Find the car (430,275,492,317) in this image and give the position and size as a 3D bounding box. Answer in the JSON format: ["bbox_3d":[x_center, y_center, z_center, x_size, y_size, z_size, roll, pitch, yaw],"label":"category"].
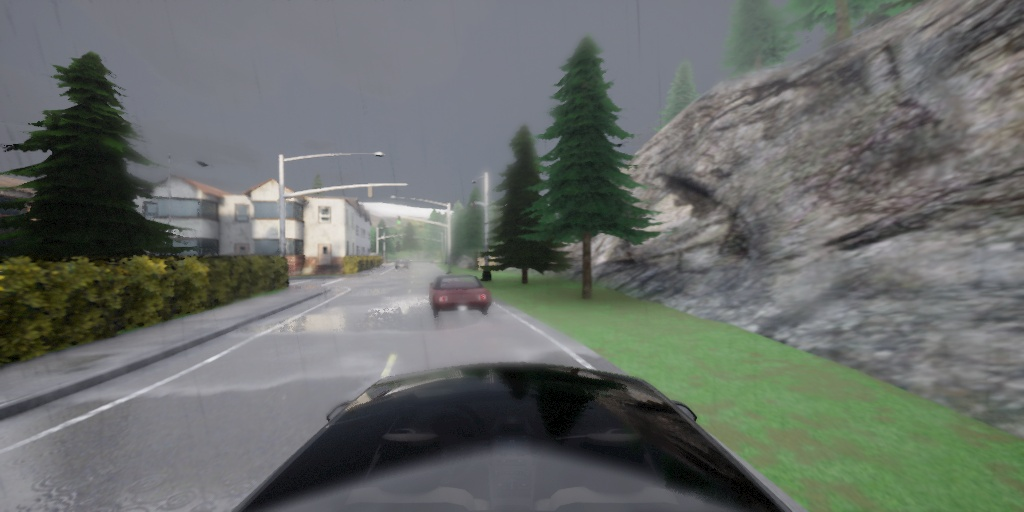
[{"bbox_3d":[-2.062,1.338,13.274,1.895,1.301,4.718,-1,0,-14],"label":"car"}]

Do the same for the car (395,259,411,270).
[{"bbox_3d":[-16.586,1.256,54.304,2.128,1.511,4.902,-1,0,-14],"label":"car"}]
